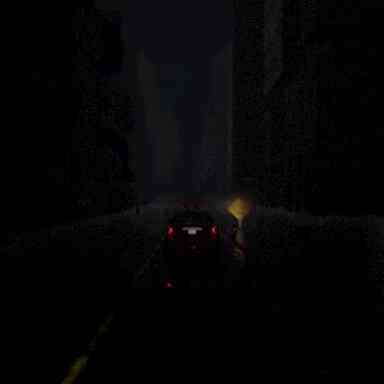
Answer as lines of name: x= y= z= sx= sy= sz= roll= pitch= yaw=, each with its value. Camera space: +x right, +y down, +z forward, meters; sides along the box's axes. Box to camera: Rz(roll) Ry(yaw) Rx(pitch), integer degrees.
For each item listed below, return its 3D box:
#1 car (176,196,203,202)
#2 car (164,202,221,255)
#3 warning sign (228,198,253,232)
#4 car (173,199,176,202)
car: x=0.029 y=1.487 z=29.021 sx=2.150 sy=2.045 sz=5.566 roll=0 pitch=0 yaw=0
car: x=0.015 y=1.482 z=14.069 sx=2.097 sy=1.767 sz=4.553 roll=0 pitch=-1 yaw=0
warning sign: x=2.735 y=1.292 z=18.918 sx=1.300 sy=1.860 sz=1.060 roll=0 pitch=-1 yaw=0
car: x=-2.933 y=2.138 z=70.989 sx=1.882 sy=1.535 sz=5.008 roll=0 pitch=-1 yaw=0
